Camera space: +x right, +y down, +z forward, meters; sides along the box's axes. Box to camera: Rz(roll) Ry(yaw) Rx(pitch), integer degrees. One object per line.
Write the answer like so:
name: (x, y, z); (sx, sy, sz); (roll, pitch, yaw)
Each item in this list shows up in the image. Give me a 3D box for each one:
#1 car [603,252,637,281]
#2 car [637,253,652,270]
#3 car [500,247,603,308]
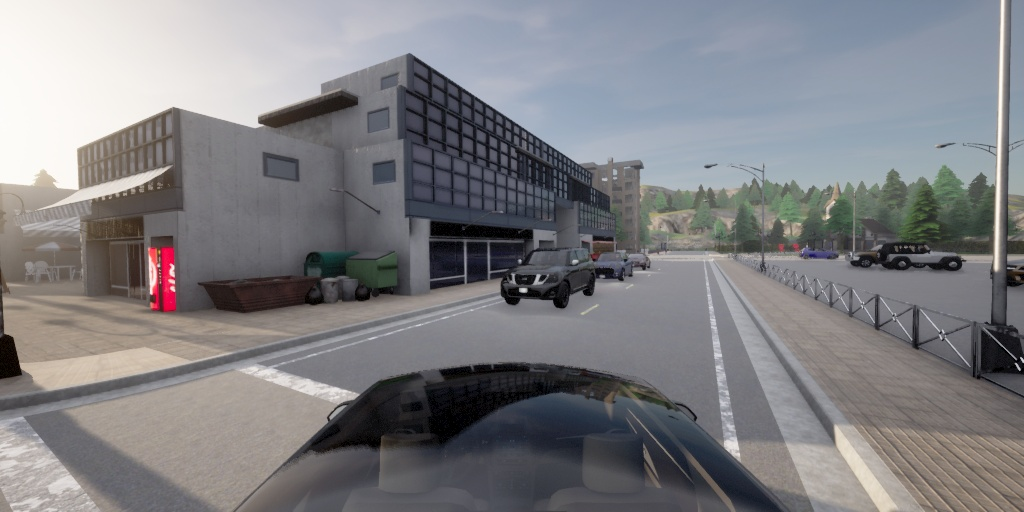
car: (6.265, 0.539, 22.672); (2.097, 1.767, 4.553); (0, 2, 28)
car: (11.066, 0.431, 31.708); (1.812, 1.442, 4.674); (0, 2, 28)
car: (1.654, 0.679, 13.983); (2.150, 2.045, 5.566); (0, 1, 28)
